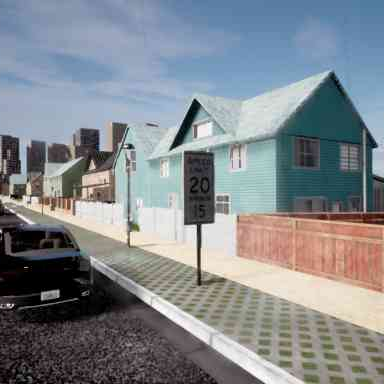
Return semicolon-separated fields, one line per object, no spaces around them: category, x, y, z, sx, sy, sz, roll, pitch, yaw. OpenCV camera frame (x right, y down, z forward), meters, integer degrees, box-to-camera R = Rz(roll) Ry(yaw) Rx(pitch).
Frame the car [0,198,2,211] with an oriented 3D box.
car;-25.161;1.508;41.765;2.128;1.511;4.902;0;0;-32

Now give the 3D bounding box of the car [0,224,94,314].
car;-3.703;1.507;7.710;1.837;1.490;4.892;0;0;-32

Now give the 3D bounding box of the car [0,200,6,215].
car;-19.598;1.504;33.016;2.128;1.511;4.902;0;0;-31
